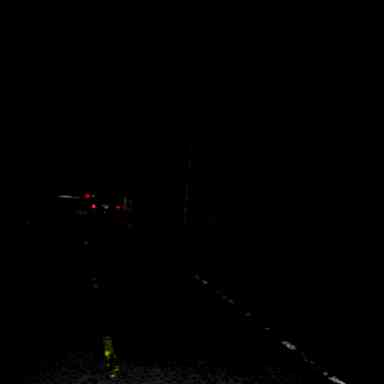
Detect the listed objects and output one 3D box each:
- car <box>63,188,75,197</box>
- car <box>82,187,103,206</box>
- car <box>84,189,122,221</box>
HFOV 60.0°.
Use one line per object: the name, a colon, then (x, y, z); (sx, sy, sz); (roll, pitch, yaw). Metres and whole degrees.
car: (-22.261, 0.000, 60.298); (2.033, 1.411, 5.357); (5, 0, -20)
car: (-10.711, 0.531, 36.228); (2.150, 2.045, 5.566); (5, 0, -19)
car: (-6.255, 0.965, 23.587); (2.097, 1.767, 4.553); (5, 0, -19)
